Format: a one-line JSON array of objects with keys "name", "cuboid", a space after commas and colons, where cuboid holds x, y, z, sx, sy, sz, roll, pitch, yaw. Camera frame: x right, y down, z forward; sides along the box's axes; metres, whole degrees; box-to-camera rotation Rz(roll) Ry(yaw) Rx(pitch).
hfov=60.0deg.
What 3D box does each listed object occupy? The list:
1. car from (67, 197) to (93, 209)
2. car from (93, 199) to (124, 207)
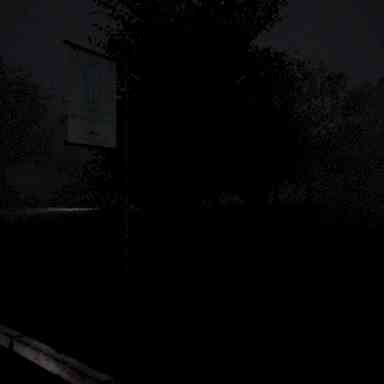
[{"name": "car", "cuboid": [-15.015, 1.500, 46.217, 1.812, 1.442, 4.674, 0, 0, 38]}, {"name": "car", "cuboid": [-10.789, 1.566, 45.927, 1.895, 1.301, 4.718, 0, 0, 38]}]
